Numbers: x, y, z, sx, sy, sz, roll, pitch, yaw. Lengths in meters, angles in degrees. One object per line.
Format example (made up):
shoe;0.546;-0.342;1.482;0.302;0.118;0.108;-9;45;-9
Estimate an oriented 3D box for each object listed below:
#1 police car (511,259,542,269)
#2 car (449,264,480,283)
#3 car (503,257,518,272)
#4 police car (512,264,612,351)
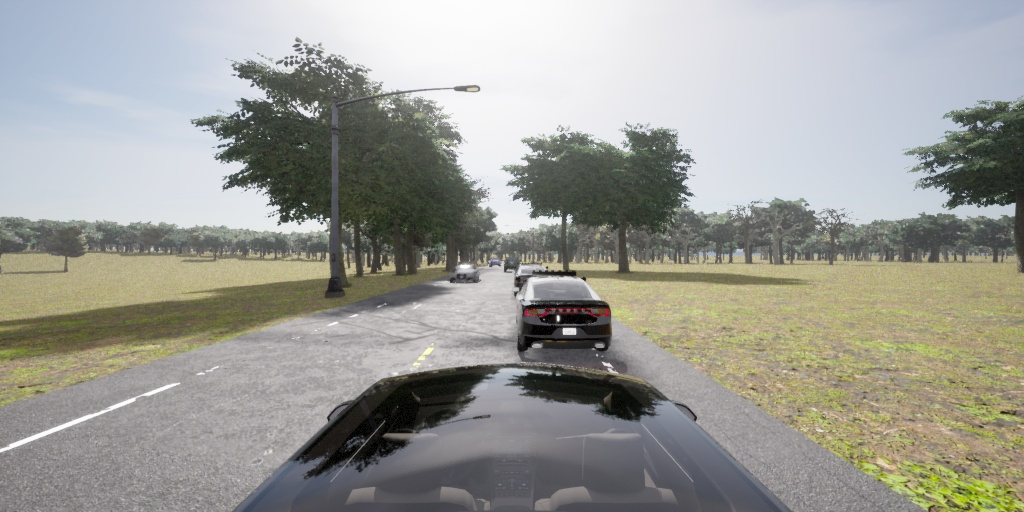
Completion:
police car;1.045;1.172;19.128;1.930;1.638;5.238;0;0;0
car;-3.608;1.325;27.659;1.994;1.385;4.181;0;0;0
car;0.018;1.106;48.488;2.150;2.045;5.566;0;-1;0
police car;1.048;1.173;9.126;1.930;1.638;5.238;0;0;0
